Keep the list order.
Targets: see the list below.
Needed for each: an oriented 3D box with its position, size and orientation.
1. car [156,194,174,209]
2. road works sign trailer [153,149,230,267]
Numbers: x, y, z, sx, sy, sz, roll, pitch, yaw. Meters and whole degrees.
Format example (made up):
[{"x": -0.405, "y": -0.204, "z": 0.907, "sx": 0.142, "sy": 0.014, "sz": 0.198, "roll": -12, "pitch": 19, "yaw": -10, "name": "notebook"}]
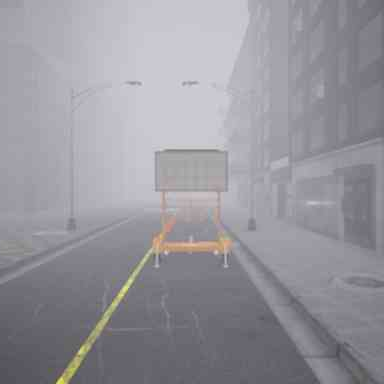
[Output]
[{"x": -3.156, "y": 1.259, "z": 40.907, "sx": 1.812, "sy": 1.442, "sz": 4.674, "roll": 0, "pitch": 0, "yaw": 0, "name": "car"}, {"x": -0.019, "y": 0.385, "z": 11.027, "sx": 2.380, "sy": 3.560, "sz": 2.880, "roll": 0, "pitch": 0, "yaw": 0, "name": "road works sign trailer"}]
